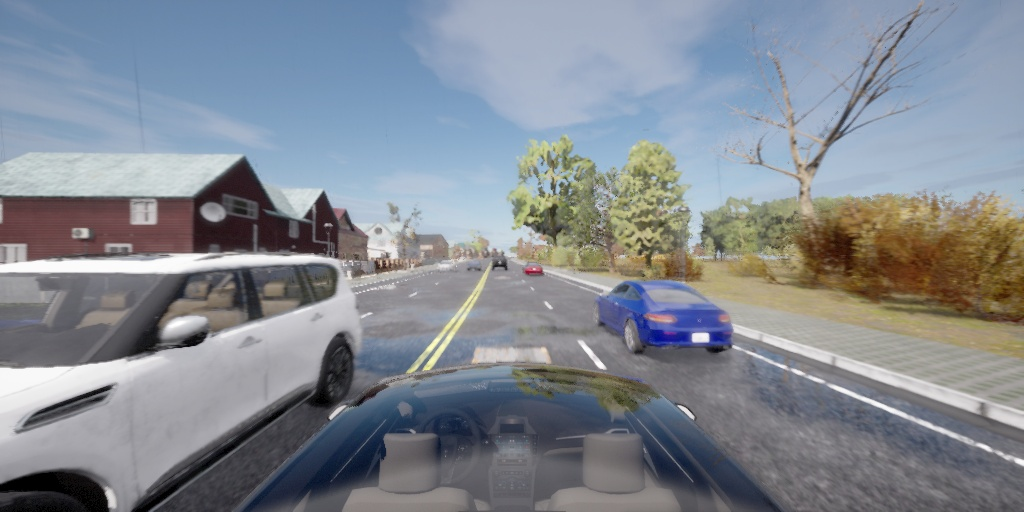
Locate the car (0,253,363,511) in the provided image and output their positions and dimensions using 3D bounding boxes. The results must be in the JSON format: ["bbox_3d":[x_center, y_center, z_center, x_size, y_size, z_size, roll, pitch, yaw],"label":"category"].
[{"bbox_3d":[-3.364,0.982,3.296,2.150,2.045,5.566,0,0,0],"label":"car"}]

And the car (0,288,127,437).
[{"bbox_3d":[-6.617,1.248,2.784,1.882,1.535,5.008,0,0,0],"label":"car"}]

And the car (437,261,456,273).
[{"bbox_3d":[-8.006,1.294,44.145,1.812,1.442,4.674,0,0,-2],"label":"car"}]

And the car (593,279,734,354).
[{"bbox_3d":[3.292,1.269,8.614,1.812,1.442,4.674,0,0,-1],"label":"car"}]

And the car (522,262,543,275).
[{"bbox_3d":[2.187,1.314,38.622,1.994,1.385,4.181,0,0,-3],"label":"car"}]

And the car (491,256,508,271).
[{"bbox_3d":[-1.721,0.975,50.491,2.150,2.045,5.566,0,0,-2],"label":"car"}]

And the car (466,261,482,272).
[{"bbox_3d":[-4.864,1.307,46.741,2.033,1.411,5.357,0,0,-2],"label":"car"}]
